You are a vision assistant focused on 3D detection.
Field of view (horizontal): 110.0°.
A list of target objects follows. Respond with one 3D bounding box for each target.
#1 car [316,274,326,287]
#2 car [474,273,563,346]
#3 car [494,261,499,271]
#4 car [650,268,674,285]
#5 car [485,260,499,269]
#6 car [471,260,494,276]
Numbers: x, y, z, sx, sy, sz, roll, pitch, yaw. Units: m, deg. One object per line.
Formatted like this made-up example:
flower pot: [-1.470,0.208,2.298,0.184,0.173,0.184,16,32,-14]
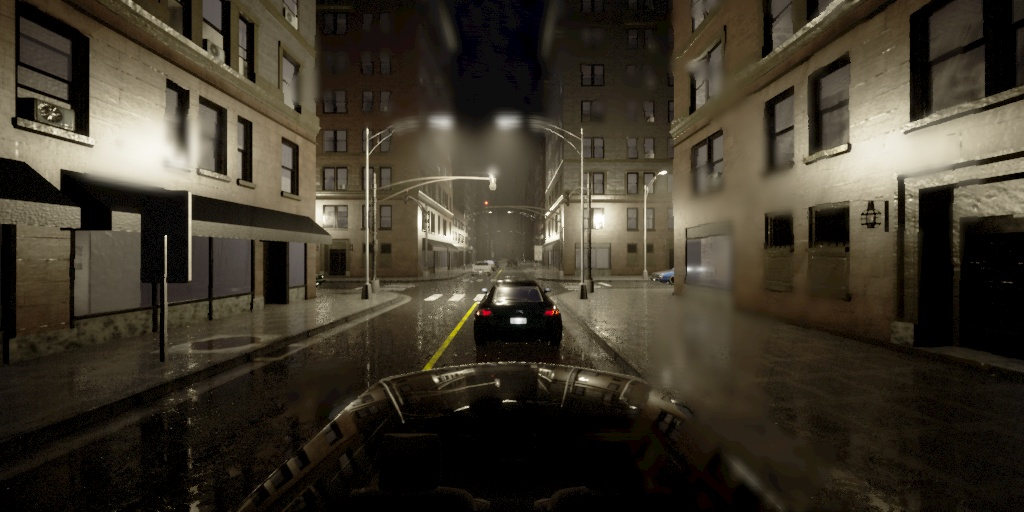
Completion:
car: [-14.035,1.386,21.792,4.718,1.301,1.895,0,0,0]
car: [0.111,1.313,9.425,1.994,1.385,4.181,0,0,-1]
car: [-3.116,1.291,47.596,2.033,1.411,5.357,0,0,0]
car: [12.604,1.259,25.091,5.357,1.411,2.033,0,0,0]
car: [-3.108,1.299,57.700,1.994,1.385,4.181,0,0,0]
car: [-3.123,1.272,37.262,1.812,1.442,4.674,0,0,-1]
